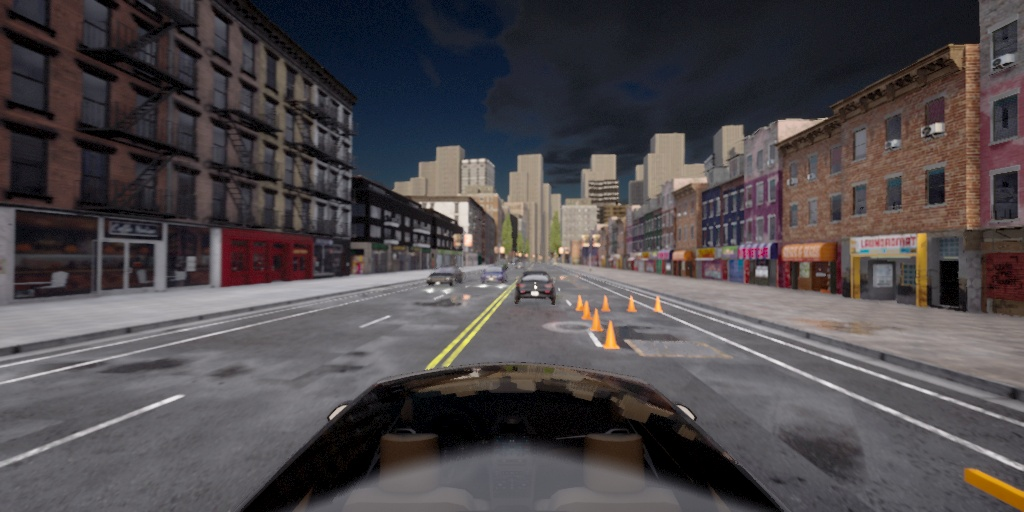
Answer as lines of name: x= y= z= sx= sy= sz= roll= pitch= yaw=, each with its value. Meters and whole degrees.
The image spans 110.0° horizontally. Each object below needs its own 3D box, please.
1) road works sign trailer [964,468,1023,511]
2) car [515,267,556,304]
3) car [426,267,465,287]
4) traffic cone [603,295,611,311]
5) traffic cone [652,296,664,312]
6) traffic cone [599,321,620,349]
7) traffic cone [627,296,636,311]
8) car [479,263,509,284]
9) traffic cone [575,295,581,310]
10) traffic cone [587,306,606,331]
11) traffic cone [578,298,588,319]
road works sign trailer: x=3.121 y=0.228 z=1.091 sx=2.380 sy=3.560 sz=2.880 roll=0 pitch=0 yaw=4
car: x=1.132 y=1.427 z=17.316 sx=1.812 sy=1.442 sz=4.674 roll=0 pitch=-1 yaw=4
car: x=-4.877 y=1.503 z=27.149 sx=2.033 sy=1.411 sz=5.357 roll=0 pitch=-1 yaw=4
traffic cone: x=3.672 y=1.842 z=14.084 sx=0.340 sy=0.580 sz=0.340 roll=0 pitch=0 yaw=4
traffic cone: x=5.667 y=1.853 z=13.941 sx=0.340 sy=0.580 sz=0.340 roll=0 pitch=0 yaw=4
traffic cone: x=2.245 y=1.778 z=8.172 sx=0.340 sy=0.580 sz=0.340 roll=0 pitch=0 yaw=4
traffic cone: x=4.670 y=1.848 z=14.012 sx=0.340 sy=0.580 sz=0.340 roll=0 pitch=0 yaw=4
car: x=-1.422 y=1.528 z=29.847 sx=1.812 sy=1.442 sz=4.674 roll=0 pitch=-1 yaw=4
traffic cone: x=2.675 y=1.837 z=14.156 sx=0.340 sy=0.580 sz=0.340 roll=0 pitch=0 yaw=4
traffic cone: x=2.388 y=1.798 z=10.166 sx=0.340 sy=0.580 sz=0.340 roll=0 pitch=0 yaw=4
traffic cone: x=2.531 y=1.817 z=12.161 sx=0.340 sy=0.580 sz=0.340 roll=0 pitch=0 yaw=4
